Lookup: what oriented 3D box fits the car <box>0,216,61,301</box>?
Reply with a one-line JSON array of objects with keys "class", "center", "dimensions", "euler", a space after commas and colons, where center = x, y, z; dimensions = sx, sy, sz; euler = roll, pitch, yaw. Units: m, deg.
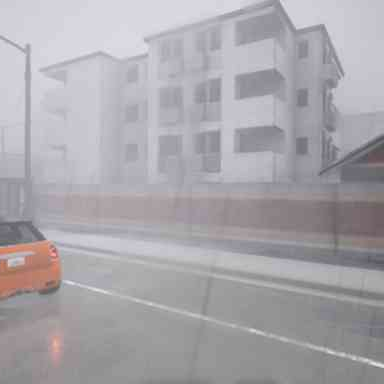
[{"class": "car", "center": [-4.961, 1.283, 7.327], "dimensions": [4.553, 1.767, 2.097], "euler": [1, 0, 35]}]
